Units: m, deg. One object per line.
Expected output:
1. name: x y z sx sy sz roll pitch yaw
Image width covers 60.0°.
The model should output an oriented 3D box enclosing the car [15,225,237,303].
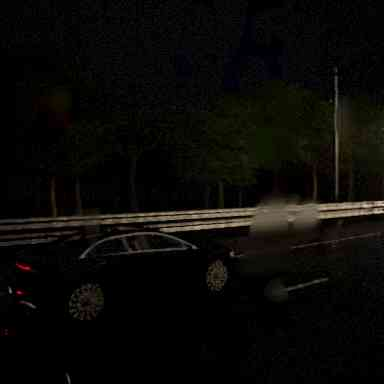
1. car: -1.180 1.479 7.201 4.902 1.511 2.128 0 0 -35

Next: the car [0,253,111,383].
1. car: -3.102 1.499 1.534 4.902 1.511 2.128 0 0 -35
